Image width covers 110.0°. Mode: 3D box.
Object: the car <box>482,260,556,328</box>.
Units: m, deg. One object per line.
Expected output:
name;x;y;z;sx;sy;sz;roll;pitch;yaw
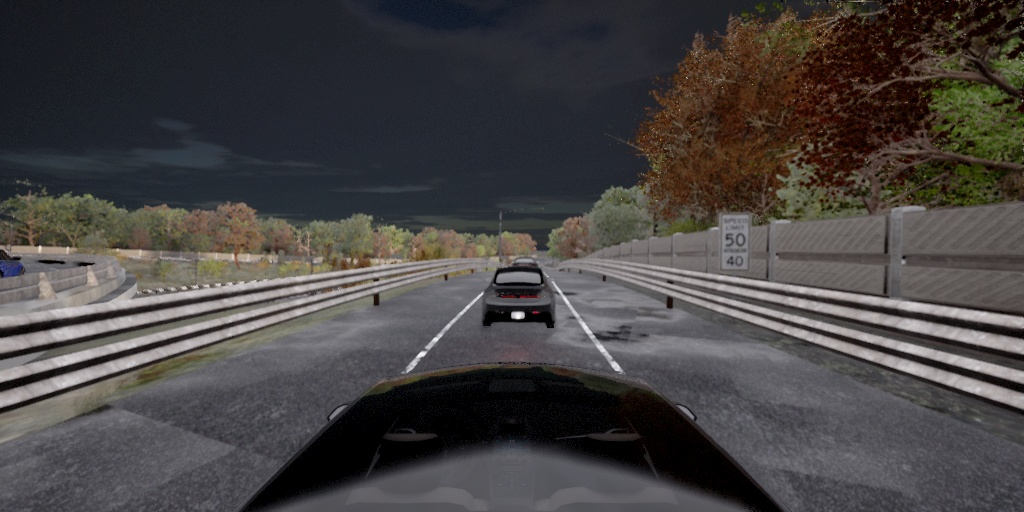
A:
car;0.222;1.040;10.542;1.837;1.490;4.892;0;1;2

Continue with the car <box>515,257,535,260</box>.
car;0.955;0.817;26.452;1.882;1.535;5.008;0;0;3

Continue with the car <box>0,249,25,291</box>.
car;-25.365;0.593;16.879;2.150;2.045;5.566;-1;2;-44
